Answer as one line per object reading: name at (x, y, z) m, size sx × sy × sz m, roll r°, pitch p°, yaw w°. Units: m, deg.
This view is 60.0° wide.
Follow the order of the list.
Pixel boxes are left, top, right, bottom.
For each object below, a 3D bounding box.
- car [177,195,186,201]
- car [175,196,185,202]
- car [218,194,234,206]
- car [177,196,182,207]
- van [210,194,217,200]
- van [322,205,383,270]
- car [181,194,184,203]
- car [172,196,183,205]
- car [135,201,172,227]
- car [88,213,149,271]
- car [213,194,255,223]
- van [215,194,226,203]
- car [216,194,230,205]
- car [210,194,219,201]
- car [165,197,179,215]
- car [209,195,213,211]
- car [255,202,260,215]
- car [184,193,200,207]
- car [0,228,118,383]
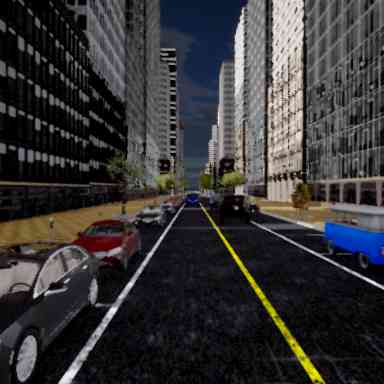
car at (-2.587, 1.548, 84.713) m, size 2.008 × 1.369 × 4.403 m, roll 0°, pitch 0°, yaw 0°
car at (-2.602, 1.564, 73.346) m, size 1.947 × 1.339 × 4.313 m, roll 0°, pitch 0°, yaw 0°
car at (5.753, 1.328, 56.284) m, size 2.192 × 1.841 × 5.009 m, roll 0°, pitch 0°, yaw 0°
car at (-2.641, 1.581, 44.927) m, size 1.802 × 1.307 × 4.206 m, roll 0°, pitch 0°, yaw 0°
van at (5.800, 1.351, 90.385) m, size 1.690 × 1.788 × 3.998 m, roll 0°, pitch 0°, yaw 0°
van at (5.692, 1.351, 10.815) m, size 1.690 × 1.788 × 3.998 m, roll 0°, pitch 0°, yaw 0°
car at (-2.634, 1.439, 50.611) m, size 1.967 × 1.590 × 4.097 m, roll 0°, pitch 0°, yaw 0°
car at (-2.618, 1.524, 61.809) m, size 1.752 × 1.417 × 4.829 m, roll 0°, pitch 0°, yaw 0°
car at (-2.672, 1.549, 22.193) m, size 2.008 × 1.369 × 4.403 m, roll 0°, pitch 0°, yaw 0°
car at (-2.687, 1.579, 10.826) m, size 1.802 × 1.307 × 4.206 m, roll 0°, pitch 0°, yaw 0°
car at (3.071, 1.227, 25.576) m, size 2.150 × 2.045 × 5.566 m, roll 0°, pitch 0°, yaw 0°
van at (5.769, 1.353, 67.651) m, size 1.690 × 1.788 × 3.998 m, roll 0°, pitch 0°, yaw 0°
car at (5.761, 1.327, 61.968) m, size 2.192 × 1.841 × 5.009 m, roll 0°, pitch 0°, yaw 0°
car at (5.792, 1.451, 84.702) m, size 1.967 × 1.590 × 4.097 m, roll 0°, pitch 0°, yaw 0°
car at (-2.656, 1.549, 33.560) m, size 2.008 × 1.369 × 4.403 m, roll 0°, pitch 0°, yaw 0°
car at (3.083, 1.500, 39.881) m, size 2.128 × 1.511 × 4.902 m, roll 0°, pitch 0°, yaw 1°
car at (5.724, 1.563, 33.549) m, size 2.008 × 1.369 × 4.403 m, roll 0°, pitch 0°, yaw 0°
car at (0.068, 1.225, 51.764) m, size 2.150 × 2.045 × 5.566 m, roll 0°, pitch 0°, yaw 0°
car at (-2.695, 1.547, 5.142) m, size 2.008 × 1.369 × 4.403 m, roll 0°, pitch 0°, yaw 0°
